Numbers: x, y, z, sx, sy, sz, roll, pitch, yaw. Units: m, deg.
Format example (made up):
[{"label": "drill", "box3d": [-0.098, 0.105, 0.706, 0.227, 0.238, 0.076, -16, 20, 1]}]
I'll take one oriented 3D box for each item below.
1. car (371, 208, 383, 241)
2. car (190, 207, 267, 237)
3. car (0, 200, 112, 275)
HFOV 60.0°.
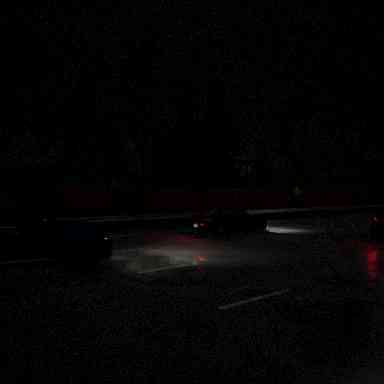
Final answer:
[{"label": "car", "box3d": [10.382, 1.351, 15.585, 4.553, 1.767, 2.097, 0, 0, -36]}, {"label": "car", "box3d": [2.030, 1.526, 18.176, 4.674, 1.442, 1.812, 0, 0, -36]}, {"label": "car", "box3d": [-4.999, 1.220, 8.782, 5.566, 2.045, 2.150, 0, 0, -36]}]
